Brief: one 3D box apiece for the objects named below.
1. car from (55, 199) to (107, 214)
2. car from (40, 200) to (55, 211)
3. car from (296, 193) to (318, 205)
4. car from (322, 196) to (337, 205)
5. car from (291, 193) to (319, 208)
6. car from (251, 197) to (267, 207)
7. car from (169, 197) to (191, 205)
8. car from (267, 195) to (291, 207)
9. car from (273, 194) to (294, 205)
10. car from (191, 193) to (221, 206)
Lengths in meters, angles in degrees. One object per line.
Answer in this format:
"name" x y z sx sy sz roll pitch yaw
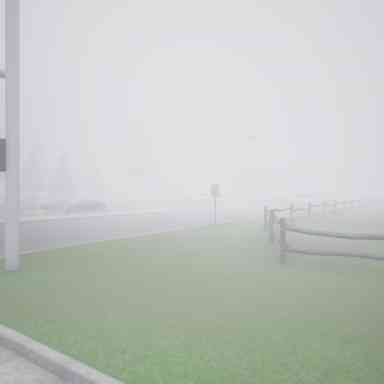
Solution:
"car" -11.276 1.488 35.028 2.128 1.511 4.902 0 0 35
"car" -16.130 1.564 40.306 1.994 1.385 4.181 0 0 35
"car" 20.796 1.221 60.123 2.150 2.045 5.566 0 0 37
"car" 24.387 1.526 59.105 1.812 1.442 4.674 0 0 36
"car" 16.913 1.220 48.828 2.150 2.045 5.566 0 0 36
"car" 11.246 1.547 53.001 2.033 1.411 5.357 0 0 36
"car" -1.889 1.547 60.615 2.033 1.411 5.357 0 0 36
"car" 13.587 1.352 50.181 2.097 1.767 4.553 0 0 35
"car" 16.765 1.352 60.719 2.097 1.767 4.553 0 0 36
"car" 2.742 1.223 55.065 2.150 2.045 5.566 0 0 36
